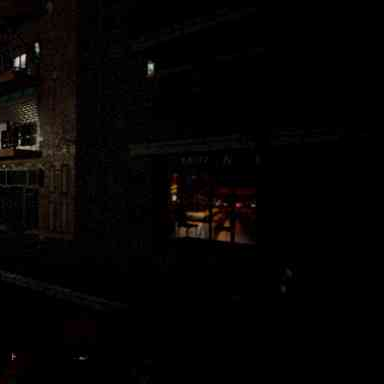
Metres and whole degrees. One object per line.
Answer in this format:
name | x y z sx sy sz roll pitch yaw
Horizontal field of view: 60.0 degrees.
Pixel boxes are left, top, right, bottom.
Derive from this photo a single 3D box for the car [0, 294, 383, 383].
car | 0.090 1.582 2.753 4.206 1.307 1.802 0 1 35
